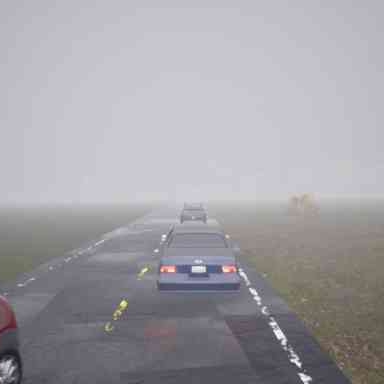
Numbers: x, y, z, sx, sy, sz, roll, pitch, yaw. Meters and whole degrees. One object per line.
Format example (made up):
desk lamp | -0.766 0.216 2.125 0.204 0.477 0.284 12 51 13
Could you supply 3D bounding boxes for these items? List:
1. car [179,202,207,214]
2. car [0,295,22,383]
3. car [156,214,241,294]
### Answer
car | 0.100 1.498 24.427 2.128 1.511 4.902 0 0 0
car | -2.842 1.347 1.614 2.097 1.767 4.553 0 0 0
car | 0.113 1.549 8.962 2.033 1.411 5.357 0 0 0
